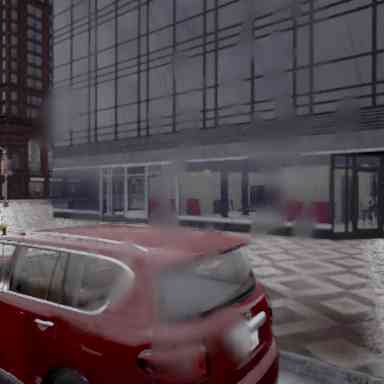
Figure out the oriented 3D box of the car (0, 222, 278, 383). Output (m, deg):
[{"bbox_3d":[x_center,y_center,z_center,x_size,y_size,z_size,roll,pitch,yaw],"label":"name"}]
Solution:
[{"bbox_3d":[-1.463,1.321,4.117,5.009,1.841,2.192,0,0,36],"label":"car"}]
